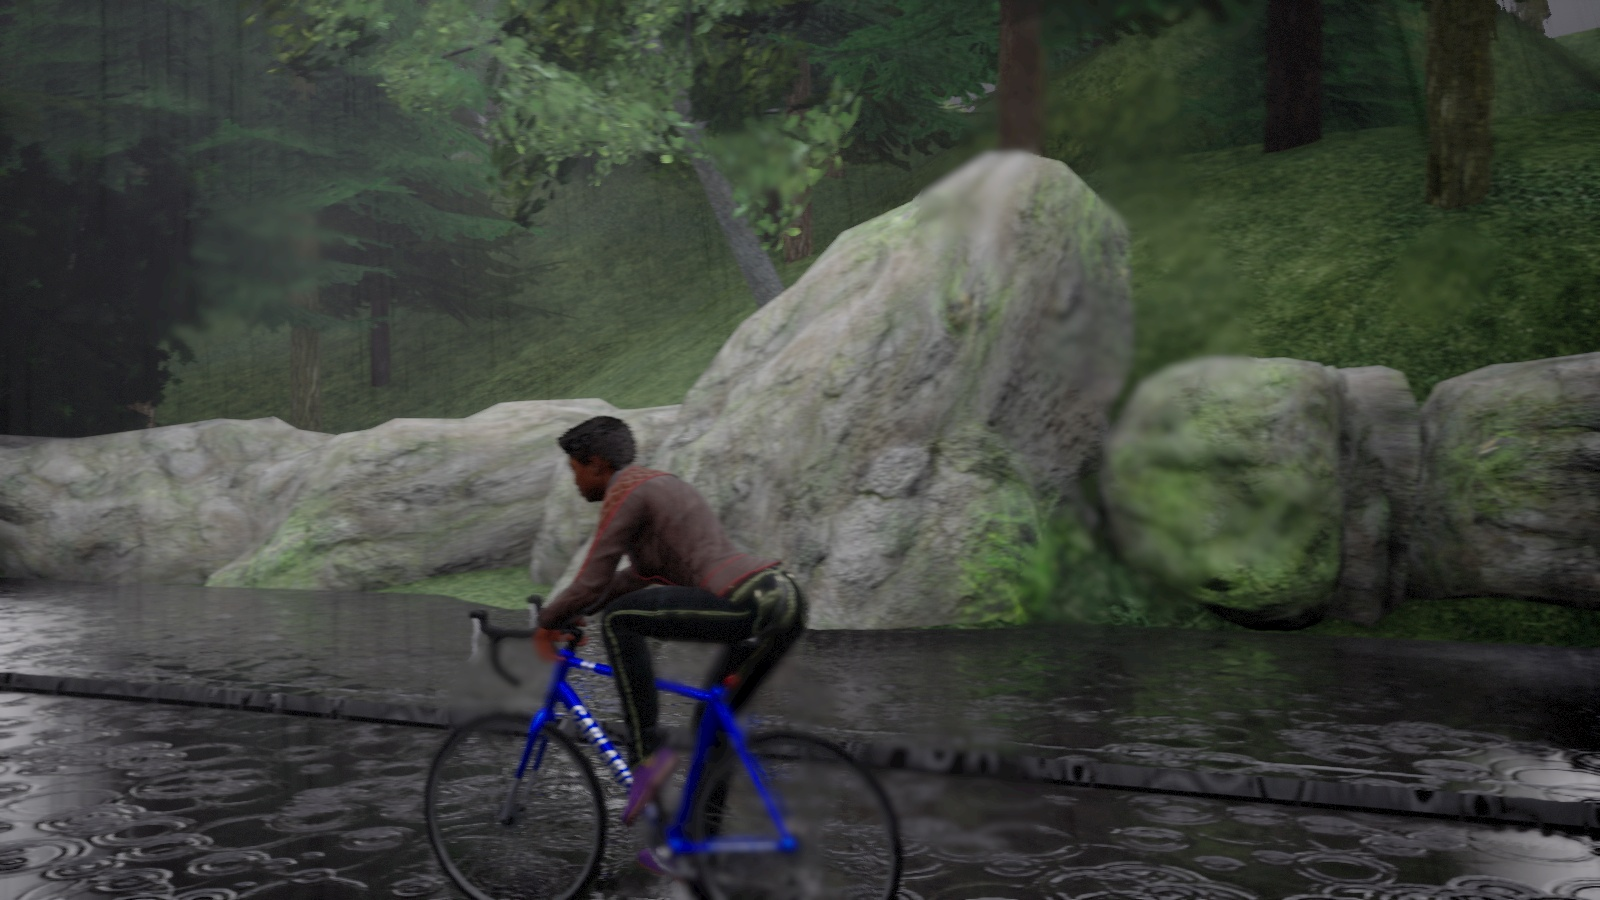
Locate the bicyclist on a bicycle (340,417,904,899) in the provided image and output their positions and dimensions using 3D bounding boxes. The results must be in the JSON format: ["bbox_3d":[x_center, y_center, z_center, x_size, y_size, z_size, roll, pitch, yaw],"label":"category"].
[{"bbox_3d":[-0.553,0.714,3.925,1.656,1.620,0.582,0,1,19],"label":"bicyclist on a bicycle"}]
